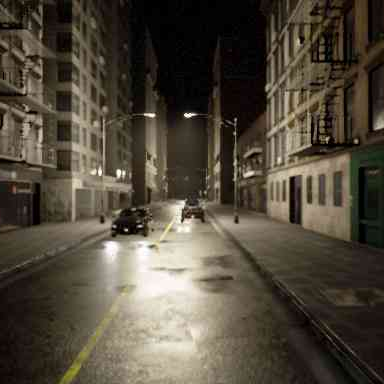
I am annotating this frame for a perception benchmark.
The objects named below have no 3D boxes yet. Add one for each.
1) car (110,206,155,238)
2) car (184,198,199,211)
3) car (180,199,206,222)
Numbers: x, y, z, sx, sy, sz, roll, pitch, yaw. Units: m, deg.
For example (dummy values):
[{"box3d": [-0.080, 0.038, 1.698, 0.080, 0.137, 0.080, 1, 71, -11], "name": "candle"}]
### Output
[{"box3d": [-3.130, 1.580, 18.289, 1.837, 1.490, 4.892, 0, 0, 0], "name": "car"}, {"box3d": [0.006, 1.652, 44.220, 1.882, 1.535, 5.008, 0, 0, 0], "name": "car"}, {"box3d": [0.053, 1.617, 27.451, 1.837, 1.490, 4.892, 0, 0, 0], "name": "car"}]
